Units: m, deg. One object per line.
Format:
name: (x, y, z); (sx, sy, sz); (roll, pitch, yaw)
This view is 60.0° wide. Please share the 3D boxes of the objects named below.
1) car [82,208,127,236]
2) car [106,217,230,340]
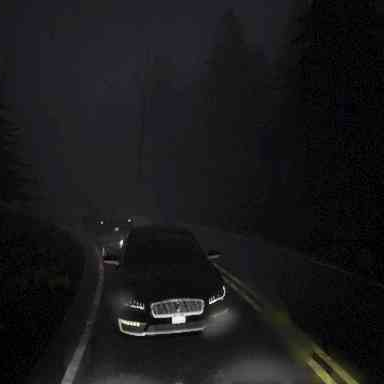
car: (-4.998, 1.641, 19.265); (1.895, 1.301, 4.718); (-3, 1, -29)
car: (-0.662, 1.502, 6.948); (1.837, 1.490, 4.892); (-1, 0, -11)
